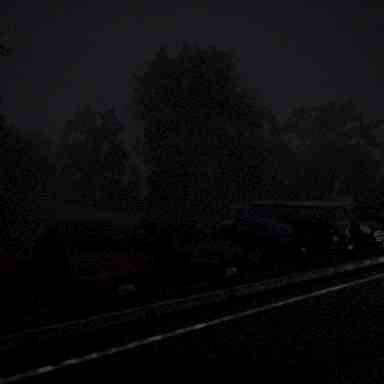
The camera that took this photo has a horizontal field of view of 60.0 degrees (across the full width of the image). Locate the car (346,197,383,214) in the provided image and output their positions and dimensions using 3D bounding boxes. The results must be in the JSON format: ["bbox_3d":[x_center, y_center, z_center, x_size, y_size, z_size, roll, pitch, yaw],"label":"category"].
[{"bbox_3d":[23.426,1.649,43.319,2.435,2.045,5.566,1,0,-36],"label":"car"}]

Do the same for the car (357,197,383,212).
[{"bbox_3d":[25.719,1.671,44.886,2.435,2.045,5.566,1,0,-36],"label":"car"}]

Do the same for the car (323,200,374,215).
[{"bbox_3d":[18.816,1.843,40.221,1.946,1.575,5.366,1,0,-36],"label":"car"}]

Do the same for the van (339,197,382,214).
[{"bbox_3d":[21.116,1.647,41.778,1.878,1.987,4.442,1,0,-36],"label":"van"}]

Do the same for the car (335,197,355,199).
[{"bbox_3d":[16.650,1.568,38.481,2.435,2.045,5.566,1,0,-36],"label":"car"}]

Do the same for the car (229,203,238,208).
[{"bbox_3d":[5.365,1.685,30.397,2.231,1.521,4.892,1,0,-36],"label":"car"}]

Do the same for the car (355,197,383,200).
[{"bbox_3d":[13.289,1.437,19.941,2.435,2.045,5.566,1,0,-36],"label":"car"}]

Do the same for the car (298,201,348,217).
[{"bbox_3d":[14.422,1.822,36.820,2.163,1.488,4.792,1,0,-36],"label":"car"}]

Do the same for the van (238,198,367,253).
[{"bbox_3d":[4.215,1.353,13.354,1.878,1.987,4.442,1,0,-36],"label":"van"}]

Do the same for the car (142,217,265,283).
[{"bbox_3d":[-0.401,1.554,10.166,2.163,1.488,4.792,1,0,-36],"label":"car"}]

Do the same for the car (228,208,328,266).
[{"bbox_3d":[1.867,1.551,11.815,2.097,1.535,5.008,1,0,-36],"label":"car"}]

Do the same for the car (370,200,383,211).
[{"bbox_3d":[27.943,1.972,46.544,2.163,1.488,4.792,1,0,-36],"label":"car"}]

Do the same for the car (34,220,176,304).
[{"bbox_3d":[-2.682,1.527,8.538,2.163,1.488,4.792,1,0,-36],"label":"car"}]

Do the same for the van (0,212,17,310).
[{"bbox_3d":[-4.911,1.244,6.839,1.878,1.987,4.442,1,0,-36],"label":"van"}]

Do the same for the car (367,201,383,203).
[{"bbox_3d":[8.727,1.508,16.680,2.185,1.767,4.553,1,0,-36],"label":"car"}]

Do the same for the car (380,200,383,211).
[{"bbox_3d":[30.242,1.991,48.113,2.163,1.488,4.792,1,0,-36],"label":"car"}]

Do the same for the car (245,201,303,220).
[{"bbox_3d":[7.736,1.708,31.855,1.946,1.575,5.366,1,0,-36],"label":"car"}]

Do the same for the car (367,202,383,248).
[{"bbox_3d":[6.409,1.481,15.103,2.185,1.767,4.553,1,0,-36],"label":"car"}]
